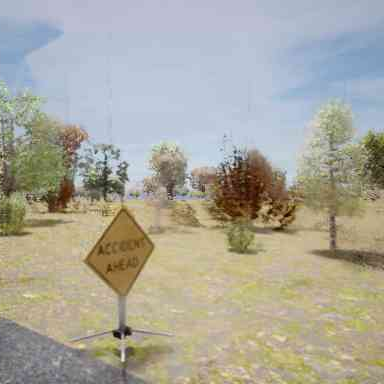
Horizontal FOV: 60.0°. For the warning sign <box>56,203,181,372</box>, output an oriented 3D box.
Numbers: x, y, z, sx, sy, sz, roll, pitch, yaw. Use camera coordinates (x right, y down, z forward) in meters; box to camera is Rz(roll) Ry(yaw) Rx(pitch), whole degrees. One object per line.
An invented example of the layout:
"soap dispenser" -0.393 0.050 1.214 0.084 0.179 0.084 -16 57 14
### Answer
"warning sign" -0.978 1.116 4.622 1.060 1.860 1.300 0 0 36
